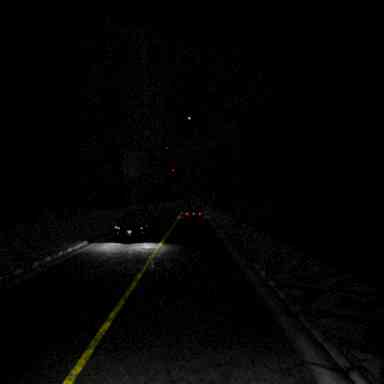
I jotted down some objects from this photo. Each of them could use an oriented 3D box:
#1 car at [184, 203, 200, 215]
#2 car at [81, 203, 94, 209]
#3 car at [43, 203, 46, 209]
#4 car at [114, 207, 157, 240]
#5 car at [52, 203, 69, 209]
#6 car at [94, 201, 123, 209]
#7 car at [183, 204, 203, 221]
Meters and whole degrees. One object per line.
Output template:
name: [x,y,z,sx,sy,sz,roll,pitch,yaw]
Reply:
car: [0.068,2.206,42.706,1.994,1.385,4.181,0,-1,1]
car: [-18.953,2.673,63.448,4.313,1.339,1.947,0,-2,0]
car: [-29.927,2.679,63.442,4.313,1.339,1.947,0,-2,0]
car: [-3.084,1.777,18.845,1.837,1.490,4.892,0,-1,0]
car: [-24.440,2.692,63.444,4.206,1.307,1.802,0,-2,0]
car: [-13.496,2.191,54.939,4.097,1.590,1.967,0,-2,-1]
car: [0.117,2.024,32.216,2.033,1.411,5.357,0,-1,0]
